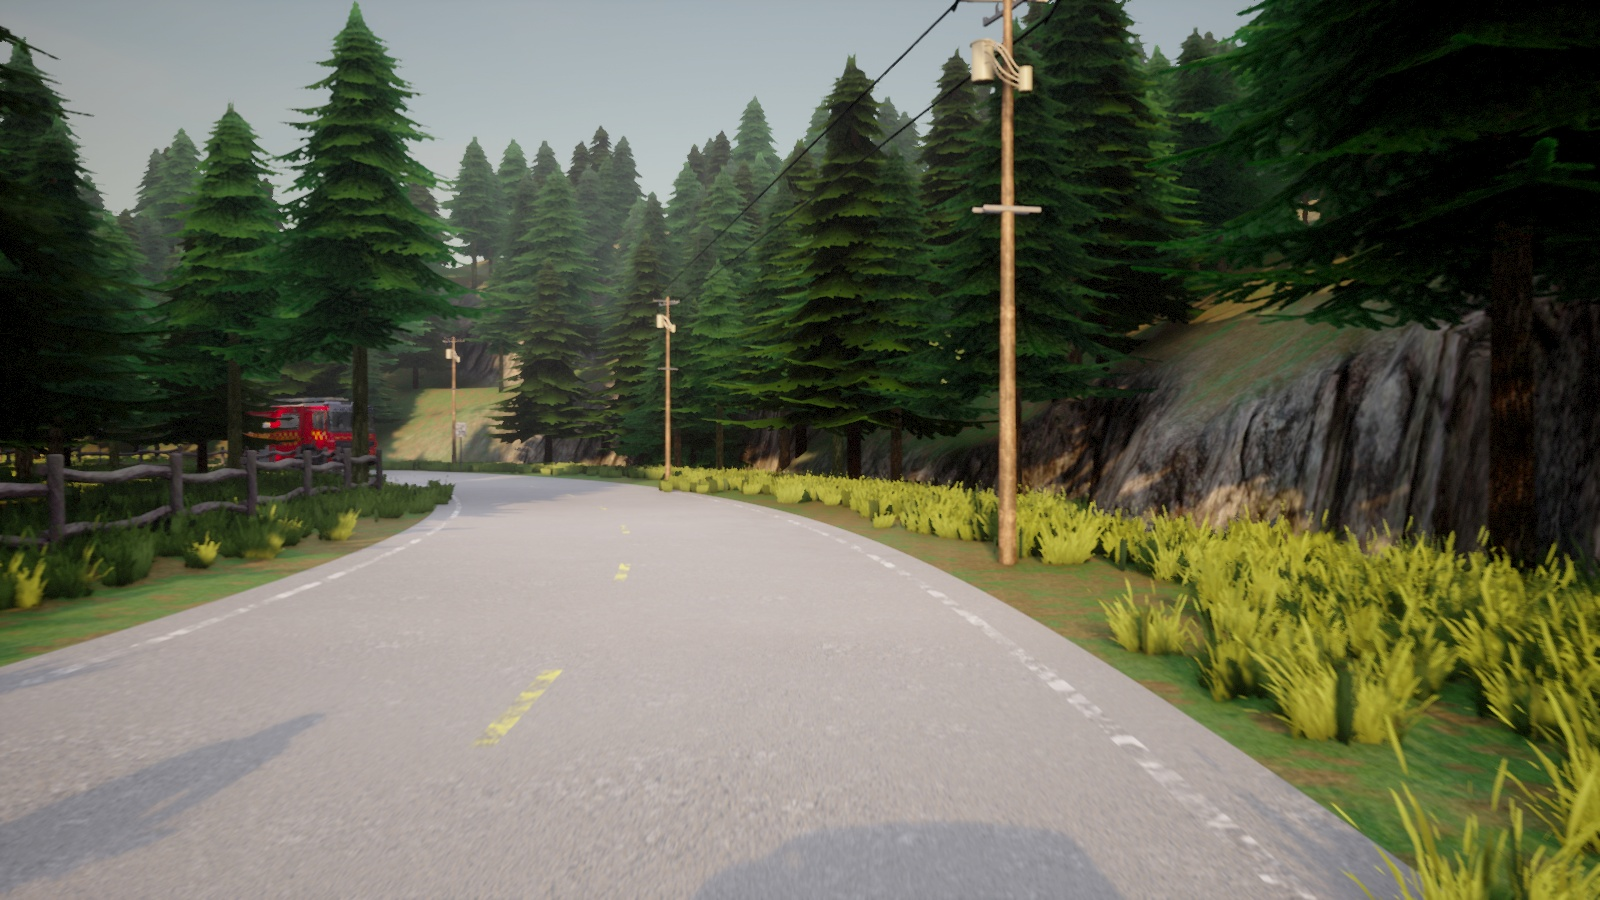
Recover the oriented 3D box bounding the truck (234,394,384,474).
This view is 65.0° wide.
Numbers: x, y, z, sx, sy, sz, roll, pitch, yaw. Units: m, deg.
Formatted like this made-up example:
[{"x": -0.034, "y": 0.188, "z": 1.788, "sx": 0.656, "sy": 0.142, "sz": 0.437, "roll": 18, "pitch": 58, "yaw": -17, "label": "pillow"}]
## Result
[{"x": -25.159, "y": -0.799, "z": 64.169, "sx": 8.468, "sy": 3.827, "sz": 2.891, "roll": 0, "pitch": 0, "yaw": 35, "label": "truck"}]
